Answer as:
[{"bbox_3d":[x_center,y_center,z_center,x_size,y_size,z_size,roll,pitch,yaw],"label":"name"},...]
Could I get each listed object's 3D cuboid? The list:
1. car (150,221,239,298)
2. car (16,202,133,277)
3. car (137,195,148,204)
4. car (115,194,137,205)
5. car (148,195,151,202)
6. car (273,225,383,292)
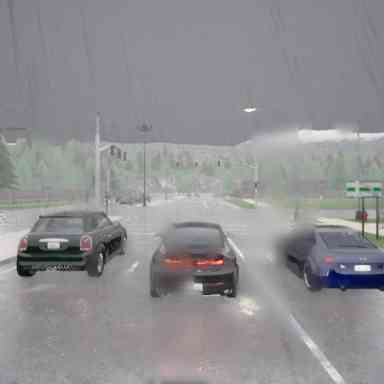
[{"bbox_3d":[0.063,1.503,8.514,1.837,1.490,4.892,0,0,0],"label":"car"},{"bbox_3d":[-3.426,1.350,10.398,2.097,1.767,4.553,0,0,0],"label":"car"},{"bbox_3d":[-10.740,1.474,65.615,2.128,1.511,4.902,0,1,2],"label":"car"},{"bbox_3d":[-11.010,1.487,55.887,1.837,1.490,4.892,0,0,1],"label":"car"},{"bbox_3d":[-10.592,1.423,76.725,2.128,1.511,4.902,0,0,1],"label":"car"},{"bbox_3d":[3.571,1.562,8.965,1.994,1.385,4.181,0,0,0],"label":"car"}]
